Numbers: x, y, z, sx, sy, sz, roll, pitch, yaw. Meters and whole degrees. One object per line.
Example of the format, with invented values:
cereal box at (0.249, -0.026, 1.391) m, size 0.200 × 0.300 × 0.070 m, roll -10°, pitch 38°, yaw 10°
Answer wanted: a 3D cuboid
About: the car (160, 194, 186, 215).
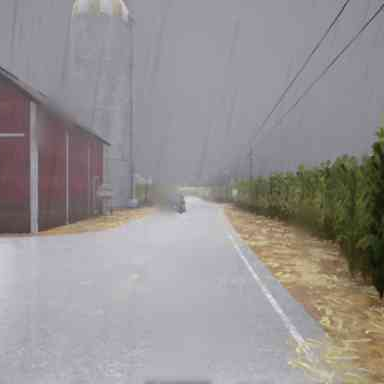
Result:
car at (-1.892, 1.316, 34.800) m, size 2.150 × 2.045 × 5.566 m, roll 0°, pitch 2°, yaw 4°
